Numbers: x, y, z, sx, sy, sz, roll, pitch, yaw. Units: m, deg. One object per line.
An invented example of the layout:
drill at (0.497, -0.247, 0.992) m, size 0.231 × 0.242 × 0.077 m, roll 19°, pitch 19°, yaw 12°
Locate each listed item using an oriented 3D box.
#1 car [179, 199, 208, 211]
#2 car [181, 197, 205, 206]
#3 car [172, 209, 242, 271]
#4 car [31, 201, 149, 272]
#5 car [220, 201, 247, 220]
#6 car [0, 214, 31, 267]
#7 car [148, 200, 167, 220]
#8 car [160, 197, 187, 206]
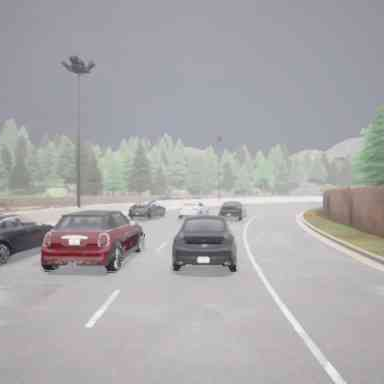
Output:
car at (0.175, 1.554, 29.295) m, size 1.812 × 1.442 × 4.674 m, roll 0°, pitch 0°, yaw 15°
car at (0.216, 1.558, 56.333) m, size 1.837 × 1.490 × 4.892 m, roll 0°, pitch 0°, yaw 30°
car at (0.468, 1.515, 11.032) m, size 1.837 × 1.490 × 4.892 m, roll 0°, pitch 0°, yaw 4°
car at (-3.014, 1.363, 11.058) m, size 2.097 × 1.767 × 4.553 m, roll 0°, pitch 0°, yaw 4°
car at (3.536, 1.532, 28.301) m, size 1.837 × 1.490 × 4.892 m, roll 0°, pitch 0°, yaw 15°
car at (-6.502, 1.502, 11.477) m, size 2.128 × 1.511 × 4.902 m, roll 0°, pitch 0°, yaw 4°
car at (-3.699, 1.518, 28.272) m, size 2.128 × 1.511 × 4.902 m, roll 0°, pitch 0°, yaw 14°
car at (-3.109, 1.602, 57.649) m, size 2.033 × 1.411 × 5.357 m, roll 0°, pitch 0°, yaw 30°
